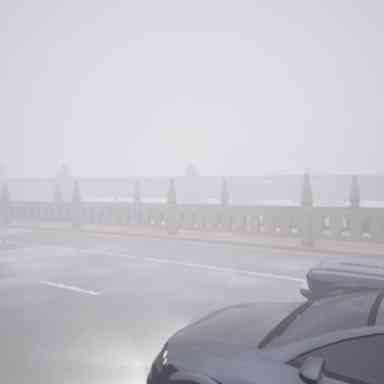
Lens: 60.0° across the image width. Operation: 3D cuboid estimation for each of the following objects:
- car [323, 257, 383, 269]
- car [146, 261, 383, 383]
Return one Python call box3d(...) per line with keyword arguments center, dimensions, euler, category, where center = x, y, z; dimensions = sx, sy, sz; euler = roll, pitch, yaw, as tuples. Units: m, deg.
box3d(center=(4.215, 1.569, 5.148), dimensions=(4.718, 1.301, 1.895), euler=(0, 0, 35), category="car")
box3d(center=(1.618, 1.549, 2.643), dimensions=(4.181, 1.385, 1.994), euler=(0, 0, 36), category="car")
